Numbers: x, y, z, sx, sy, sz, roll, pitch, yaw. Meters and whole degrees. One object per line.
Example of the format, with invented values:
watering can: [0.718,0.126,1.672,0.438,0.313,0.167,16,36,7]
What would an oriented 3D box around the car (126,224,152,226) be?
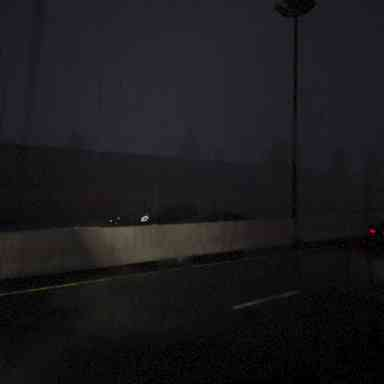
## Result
car: [-1.539,1.499,20.106,4.553,1.767,2.097,1,-1,-36]

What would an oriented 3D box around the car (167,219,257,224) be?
car: [1.202,1.705,17.763,5.357,1.411,2.033,1,-1,-36]

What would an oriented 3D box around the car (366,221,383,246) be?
car: [10.137,1.780,15.302,5.357,1.411,2.033,1,-1,-36]
